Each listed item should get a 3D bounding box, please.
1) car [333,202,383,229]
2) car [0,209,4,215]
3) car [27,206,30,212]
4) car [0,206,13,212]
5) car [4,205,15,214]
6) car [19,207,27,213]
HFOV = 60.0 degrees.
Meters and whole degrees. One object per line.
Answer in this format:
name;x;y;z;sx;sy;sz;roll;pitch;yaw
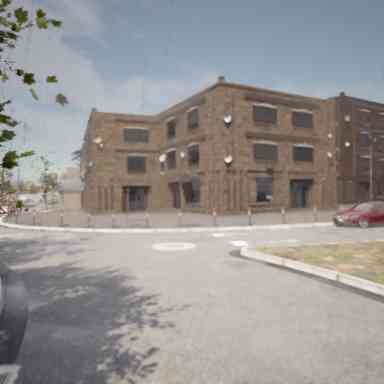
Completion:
car;10.768;1.333;20.189;4.674;1.442;1.812;-1;0;-22
car;-24.134;2.363;39.660;1.895;1.301;4.718;-1;-2;-23
car;-35.256;3.329;69.633;1.882;1.535;5.008;-1;-2;-20
car;-38.183;3.461;68.171;1.895;1.301;4.718;-1;-2;-20
car;-28.287;2.807;50.237;1.895;1.301;4.718;-1;-2;-19
car;-31.792;3.106;59.945;2.128;1.511;4.902;-1;-2;-20
